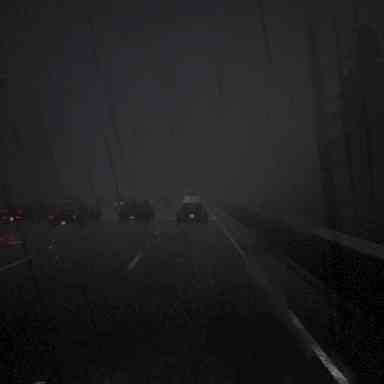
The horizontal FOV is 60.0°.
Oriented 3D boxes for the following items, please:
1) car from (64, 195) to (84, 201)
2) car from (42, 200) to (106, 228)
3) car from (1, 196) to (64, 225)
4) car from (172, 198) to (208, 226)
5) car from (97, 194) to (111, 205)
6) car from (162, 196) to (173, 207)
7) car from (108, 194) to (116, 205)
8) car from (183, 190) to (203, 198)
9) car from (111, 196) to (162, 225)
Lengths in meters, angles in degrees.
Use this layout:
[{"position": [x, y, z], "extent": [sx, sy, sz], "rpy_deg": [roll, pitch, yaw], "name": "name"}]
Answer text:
[{"position": [-13.933, 1.076, 38.615], "extent": [1.837, 1.490, 4.892], "rpy_deg": [0, 1, 0], "name": "car"}, {"position": [-6.983, 1.374, 20.295], "extent": [1.895, 1.301, 4.718], "rpy_deg": [0, 1, 1], "name": "car"}, {"position": [-10.464, 1.263, 21.763], "extent": [1.837, 1.490, 4.892], "rpy_deg": [0, 1, 1], "name": "car"}, {"position": [0.028, 1.327, 21.342], "extent": [1.994, 1.385, 4.181], "rpy_deg": [0, 1, 1], "name": "car"}, {"position": [-10.425, 1.012, 41.744], "extent": [1.882, 1.535, 5.008], "rpy_deg": [0, 1, 0], "name": "car"}, {"position": [-3.428, 1.116, 40.330], "extent": [1.994, 1.385, 4.181], "rpy_deg": [0, 1, 0], "name": "car"}, {"position": [-6.947, 1.153, 35.380], "extent": [2.033, 1.411, 5.357], "rpy_deg": [0, 1, 0], "name": "car"}, {"position": [0.072, 0.783, 39.591], "extent": [2.150, 2.045, 5.566], "rpy_deg": [0, 1, 0], "name": "car"}, {"position": [-3.465, 1.250, 21.714], "extent": [2.128, 1.511, 4.902], "rpy_deg": [0, 1, 1], "name": "car"}]
